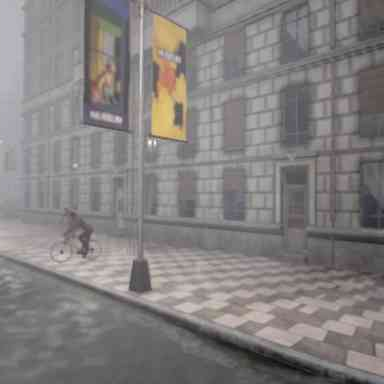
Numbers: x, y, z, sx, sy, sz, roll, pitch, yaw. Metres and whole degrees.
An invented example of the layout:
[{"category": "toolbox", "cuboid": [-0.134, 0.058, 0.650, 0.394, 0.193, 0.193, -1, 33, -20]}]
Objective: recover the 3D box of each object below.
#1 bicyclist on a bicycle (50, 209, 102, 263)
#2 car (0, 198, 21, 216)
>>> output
[{"category": "bicyclist on a bicycle", "cuboid": [-3.758, 1.473, 10.912, 1.656, 1.620, 0.582, 1, -1, -31]}, {"category": "car", "cuboid": [-20.441, 1.806, 40.793, 2.150, 2.045, 5.566, -1, -2, 44]}]
